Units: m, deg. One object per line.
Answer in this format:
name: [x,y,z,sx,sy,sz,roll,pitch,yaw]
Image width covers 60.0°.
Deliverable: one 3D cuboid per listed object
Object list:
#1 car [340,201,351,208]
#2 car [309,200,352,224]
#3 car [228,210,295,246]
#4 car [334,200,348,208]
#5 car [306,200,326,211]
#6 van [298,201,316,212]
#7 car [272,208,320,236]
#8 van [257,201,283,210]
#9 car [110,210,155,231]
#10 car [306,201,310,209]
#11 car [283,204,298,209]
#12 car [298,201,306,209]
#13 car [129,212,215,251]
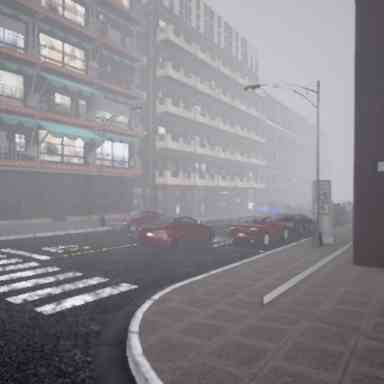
car: [37.970,3.017,82.260,1.967,1.590,4.097,0,-1,34]
car: [12.895,1.922,30.764,2.192,1.841,5.009,0,-1,34]
car: [3.495,1.854,17.021,1.887,1.381,4.507,0,-1,34]
car: [34.774,2.788,77.588,2.192,1.841,5.009,0,-1,34]
car: [21.976,2.374,58.898,2.192,1.841,5.009,0,-1,34]
van: [18.802,2.297,54.208,1.690,1.788,3.998,0,-1,34]
car: [6.500,1.970,21.412,1.947,1.339,4.313,0,-1,34]
van: [9.222,1.990,40.177,1.690,1.788,3.998,0,-1,34]
car: [-3.392,1.830,21.736,1.802,1.307,4.206,0,-1,34]
car: [15.861,1.973,39.764,2.150,2.045,5.566,1,-1,35]
car: [12.417,2.333,44.847,1.802,1.307,4.206,0,-1,34]
car: [15.612,2.435,49.522,1.802,1.307,4.206,0,-1,34]
car: [-0.634,1.792,15.623,1.994,1.385,4.181,0,-1,35]
